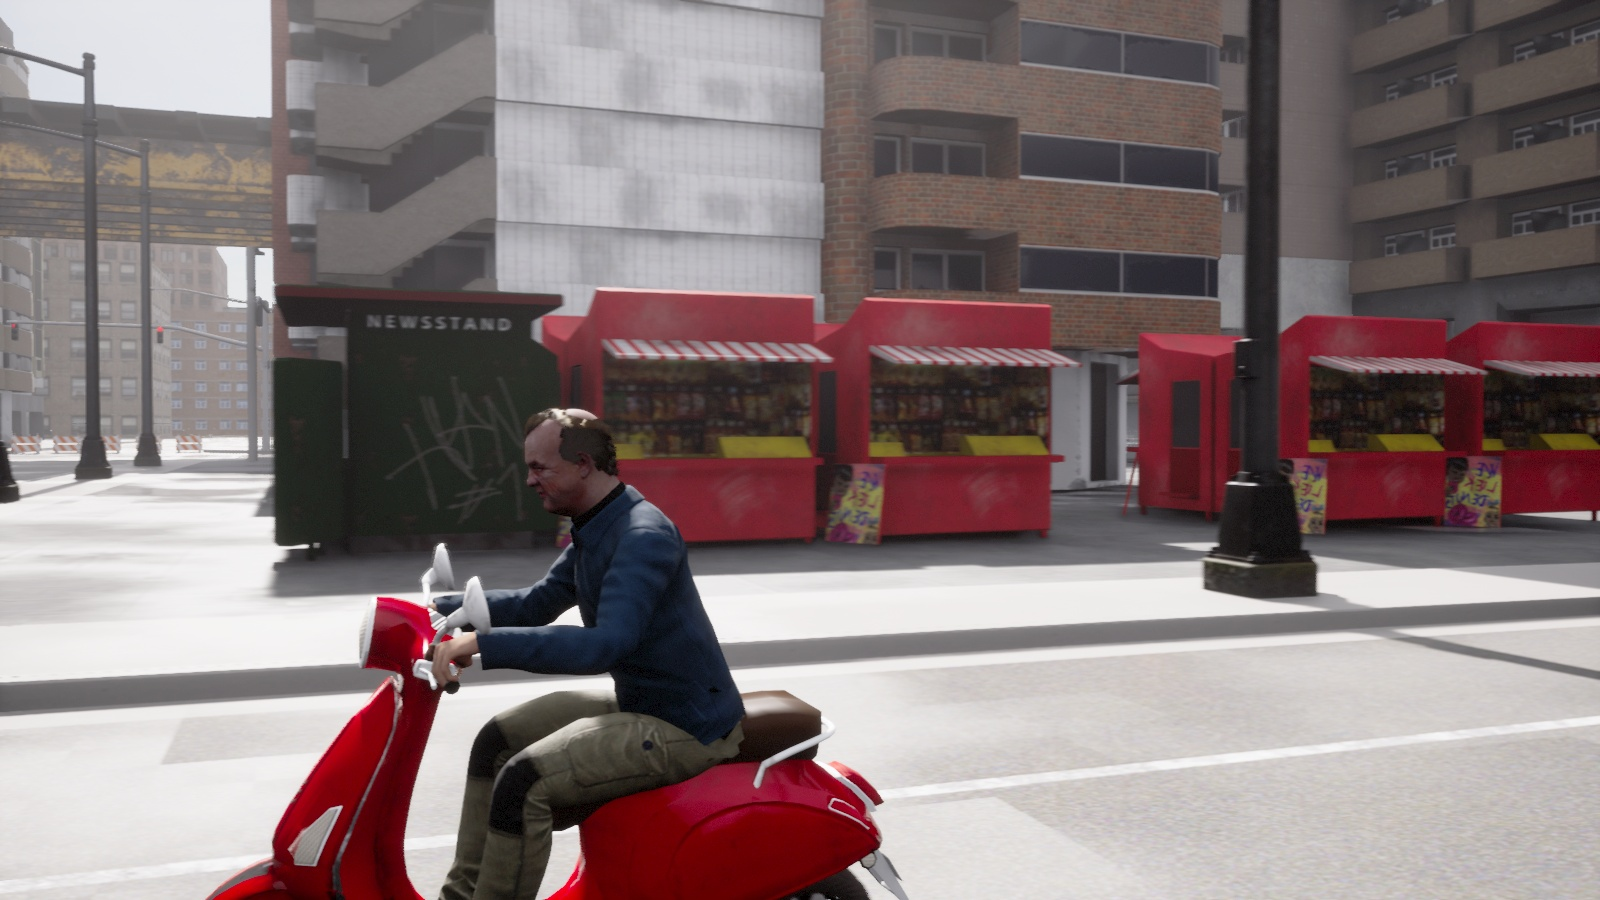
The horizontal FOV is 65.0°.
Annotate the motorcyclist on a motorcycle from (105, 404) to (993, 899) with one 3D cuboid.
[{"bbox_3d":[-0.555,0.706,3.028,1.817,1.590,0.866,-1,1,-21],"label":"motorcyclist on a motorcycle"}]
